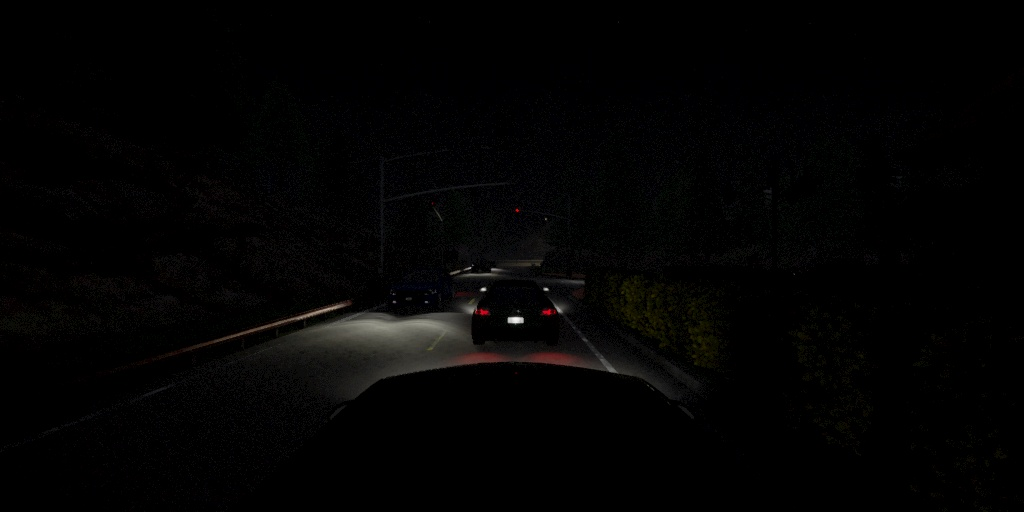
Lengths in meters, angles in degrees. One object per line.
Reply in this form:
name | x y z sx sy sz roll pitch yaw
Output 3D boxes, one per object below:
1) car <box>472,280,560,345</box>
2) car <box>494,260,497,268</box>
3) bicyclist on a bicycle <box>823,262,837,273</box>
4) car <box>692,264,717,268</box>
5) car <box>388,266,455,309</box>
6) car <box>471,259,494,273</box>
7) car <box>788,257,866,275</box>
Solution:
car | 0.075 1.314 9.511 1.994 1.385 4.181 0 0 0
car | -3.555 1.351 59.166 1.895 1.301 4.718 0 0 0
bicyclist on a bicycle | 19.815 1.213 22.127 0.582 1.620 1.656 0 0 0
car | 15.485 1.404 29.596 4.902 1.511 2.128 0 0 0
car | -3.609 1.227 15.051 1.882 1.535 5.008 0 0 0
car | -3.624 1.102 42.791 2.097 1.767 4.553 0 0 0
car | 25.993 1.134 29.546 5.566 2.045 2.150 0 0 1
